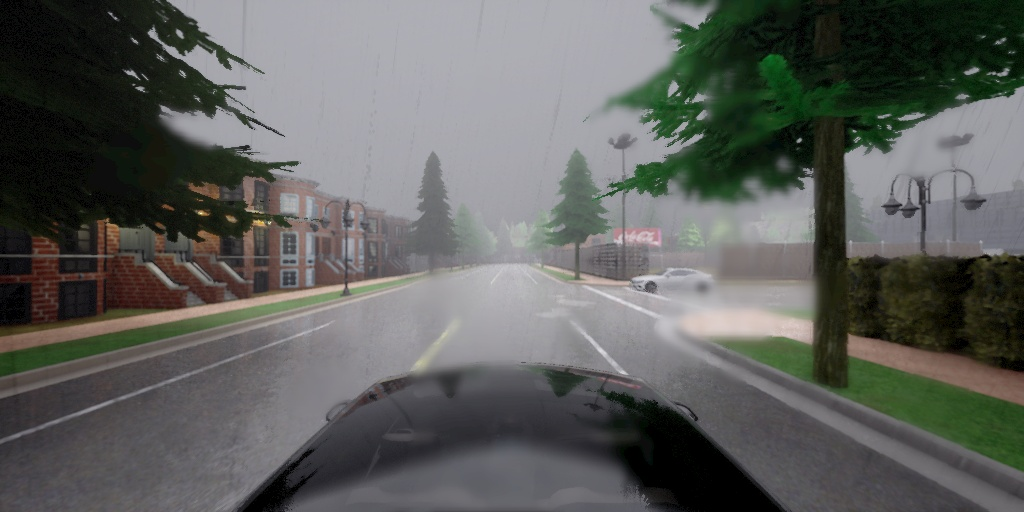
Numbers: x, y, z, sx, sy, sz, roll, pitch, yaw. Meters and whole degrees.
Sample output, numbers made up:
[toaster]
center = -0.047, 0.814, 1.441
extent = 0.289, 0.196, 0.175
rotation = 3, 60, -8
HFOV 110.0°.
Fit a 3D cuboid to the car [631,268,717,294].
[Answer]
[car]
center = 9.362, 1.428, 20.888
extent = 4.674, 1.442, 1.812
rotation = 0, 0, 2
